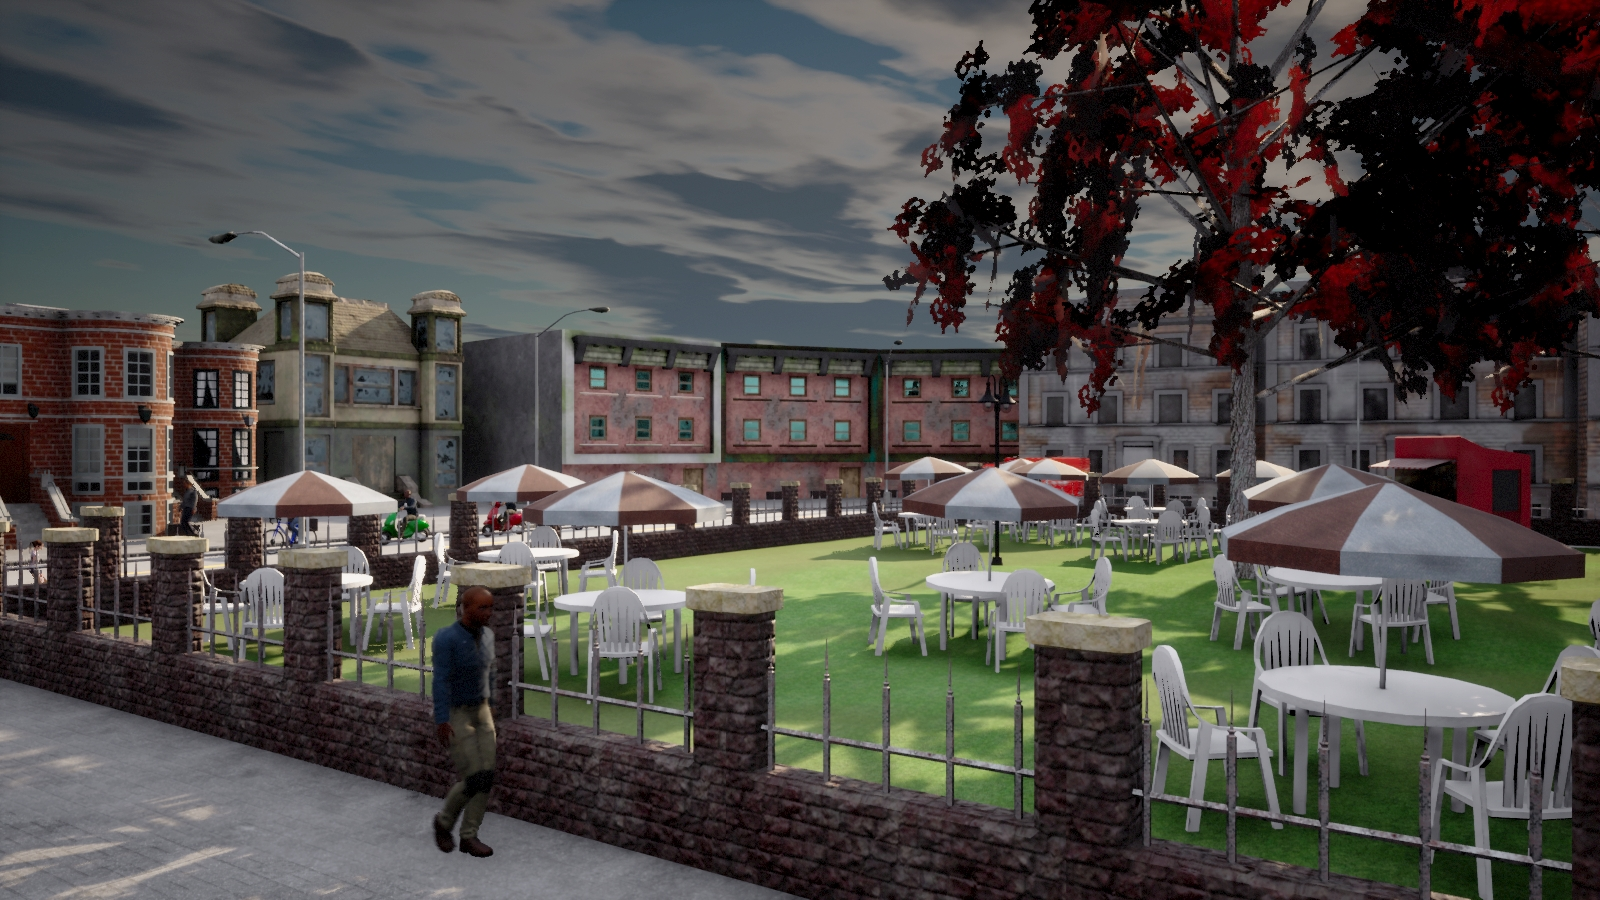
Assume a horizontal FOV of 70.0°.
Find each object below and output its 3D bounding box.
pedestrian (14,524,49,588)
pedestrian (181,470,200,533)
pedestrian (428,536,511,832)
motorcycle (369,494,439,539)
[{"bbox_3d":[-13.843,1.899,20.573,0.500,1.100,0.500,0,0,-36],"label":"pedestrian"},{"bbox_3d":[-18.005,1.512,33.749,0.375,1.860,0.375,0,0,34],"label":"pedestrian"},{"bbox_3d":[-2.195,1.522,7.595,0.375,1.860,0.375,0,0,35],"label":"pedestrian"},{"bbox_3d":[-11.759,1.950,33.969,0.856,1.236,1.805,0,0,35],"label":"motorcycle"}]
